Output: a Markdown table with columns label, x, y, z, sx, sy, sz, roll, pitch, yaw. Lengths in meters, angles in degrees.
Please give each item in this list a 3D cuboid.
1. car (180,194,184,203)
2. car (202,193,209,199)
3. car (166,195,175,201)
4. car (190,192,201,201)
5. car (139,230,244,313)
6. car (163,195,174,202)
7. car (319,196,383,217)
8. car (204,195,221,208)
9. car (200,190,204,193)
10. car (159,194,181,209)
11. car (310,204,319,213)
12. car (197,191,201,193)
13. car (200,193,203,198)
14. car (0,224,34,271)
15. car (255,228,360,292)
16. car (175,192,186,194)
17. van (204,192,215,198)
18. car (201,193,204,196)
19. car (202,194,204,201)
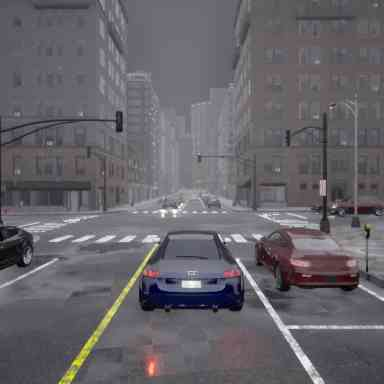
| label | x | y | z | sx | sy | sz | roll | pitch | yaw |
| --- | --- | --- | --- | --- | --- | --- | --- | --- | --- |
| car | -2.746 | 1.427 | 53.760 | 1.812 | 1.442 | 4.674 | 0 | 0 | 0 |
| car | 3.828 | 1.143 | 93.029 | 1.882 | 1.535 | 5.008 | 0 | 0 | 0 |
| car | -5.193 | 1.348 | 79.274 | 1.802 | 1.307 | 4.206 | 0 | 0 | 0 |
| car | 0.525 | 1.318 | 74.319 | 1.812 | 1.442 | 4.674 | 0 | 0 | 0 |
| car | 0.003 | 1.562 | 7.750 | 1.994 | 1.385 | 4.181 | 0 | 0 | 0 |
| car | -5.241 | 1.357 | 73.722 | 2.008 | 1.369 | 4.403 | 0 | 0 | 0 |
| car | 13.553 | 1.124 | 27.918 | 4.553 | 1.767 | 2.097 | -1 | 0 | 0 |
| car | 3.040 | 1.507 | 45.880 | 1.802 | 1.307 | 4.206 | 0 | 0 | 0 |
| car | 3.734 | 0.937 | 86.058 | 2.150 | 2.045 | 5.566 | 0 | 0 | 0 |
| car | -2.832 | 1.436 | 43.856 | 1.837 | 1.490 | 4.892 | 0 | 0 | 2 |
| car | 13.662 | 1.355 | 31.168 | 4.718 | 1.301 | 1.895 | -1 | 0 | 0 |
| car | 0.612 | 1.087 | 84.320 | 2.128 | 1.511 | 4.902 | 0 | 0 | 0 |
| car | 3.284 | 1.388 | 73.645 | 1.802 | 1.307 | 4.206 | 0 | 0 | 0 |
| car | -5.765 | 1.564 | 8.674 | 1.947 | 1.339 | 4.313 | 0 | 0 | 0 |
| car | 2.760 | 1.580 | 8.671 | 1.802 | 1.307 | 4.206 | 0 | 0 | 0 |
| car | -2.612 | 1.354 | 64.150 | 2.128 | 1.511 | 4.902 | 0 | 0 | 1 |
| van | 3.088 | 1.249 | 51.431 | 1.690 | 1.788 | 3.998 | 0 | 0 | 0 |
| car | 3.236 | 1.424 | 68.089 | 1.802 | 1.307 | 4.206 | 0 | 0 | 0 |
| car | 3.136 | 1.436 | 56.983 | 1.887 | 1.381 | 4.507 | 0 | 0 | 0 |
